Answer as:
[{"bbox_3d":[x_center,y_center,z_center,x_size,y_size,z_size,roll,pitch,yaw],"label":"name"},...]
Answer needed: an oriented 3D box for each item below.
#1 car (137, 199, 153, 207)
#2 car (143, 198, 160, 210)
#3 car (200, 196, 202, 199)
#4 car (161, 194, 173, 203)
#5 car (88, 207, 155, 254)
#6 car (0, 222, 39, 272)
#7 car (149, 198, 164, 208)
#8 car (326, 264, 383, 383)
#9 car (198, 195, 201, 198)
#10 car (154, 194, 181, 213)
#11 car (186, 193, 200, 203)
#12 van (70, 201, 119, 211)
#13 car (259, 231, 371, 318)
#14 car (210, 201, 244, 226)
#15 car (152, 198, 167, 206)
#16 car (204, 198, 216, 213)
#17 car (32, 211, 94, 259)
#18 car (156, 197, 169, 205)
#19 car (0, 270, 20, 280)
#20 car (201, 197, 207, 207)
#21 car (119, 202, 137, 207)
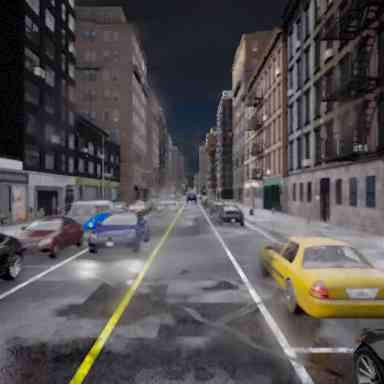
[{"bbox_3d":[-5.406,1.591,34.190,1.752,1.417,4.829,0,0,0],"label":"car"},{"bbox_3d":[-5.412,1.610,45.015,1.752,1.417,4.829,0,0,0],"label":"car"},{"bbox_3d":[2.610,1.657,50.593,1.947,1.339,4.313,0,0,0],"label":"car"},{"bbox_3d":[-5.428,1.436,72.249,2.192,1.841,5.009,0,0,0],"label":"car"},{"bbox_3d":[-2.843,1.554,13.850,1.812,1.442,4.674,0,0,0],"label":"car"},{"bbox_3d":[-5.391,1.583,7.297,1.947,1.339,4.313,0,0,0],"label":"car"},{"bbox_3d":[-5.415,1.676,50.598,1.802,1.307,4.206,0,0,0],"label":"car"},{"bbox_3d":[2.637,1.569,1.879,1.947,1.339,4.313,0,0,0],"label":"car"},{"bbox_3d":[2.604,1.631,61.589,1.752,1.417,4.829,0,0,0],"label":"car"},{"bbox_3d":[-2.771,1.384,38.622,2.150,2.045,5.566,0,0,0],"label":"car"},{"bbox_3d":[-0.040,1.185,71.138,2.150,2.045,5.566,0,0,0],"label":"car"},{"bbox_3d":[-5.397,1.378,18.123,1.690,1.788,3.998,0,0,0],"label":"van"},{"bbox_3d":[2.634,1.540,7.462,1.752,1.417,4.829,0,0,0],"label":"car"},{"bbox_3d":[2.625,1.595,23.530,2.008,1.369,4.403,0,0,0],"label":"car"},{"bbox_3d":[-5.418,1.653,56.011,2.008,1.369,4.403,0,0,0],"label":"car"},{"bbox_3d":[2.619,1.614,34.355,2.008,1.369,4.403,0,0,0],"label":"car"},{"bbox_3d":[-5.394,1.609,12.710,1.802,1.307,4.206,0,0,0],"label":"car"},{"bbox_3d":[-5.421,1.659,61.424,2.008,1.369,4.403,0,0,0],"label":"car"},{"bbox_3d":[-2.855,1.551,0.835,2.033,1.411,5.357,0,0,0],"label":"car"},{"bbox_3d":[2.613,1.648,45.180,1.947,1.339,4.313,0,0,0],"label":"car"},{"bbox_3d":[-5.400,1.487,23.535,1.967,1.590,4.097,0,0,0],"label":"car"}]
